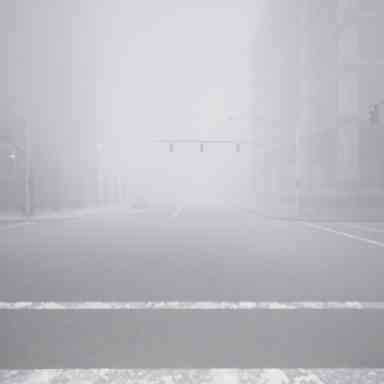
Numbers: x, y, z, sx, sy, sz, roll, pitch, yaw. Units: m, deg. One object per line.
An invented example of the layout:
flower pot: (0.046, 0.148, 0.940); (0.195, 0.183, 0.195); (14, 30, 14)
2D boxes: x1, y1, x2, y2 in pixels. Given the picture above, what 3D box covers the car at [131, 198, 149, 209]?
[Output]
car: (-6.819, 1.544, 44.093); (1.994, 1.385, 4.181); (0, 0, 0)
